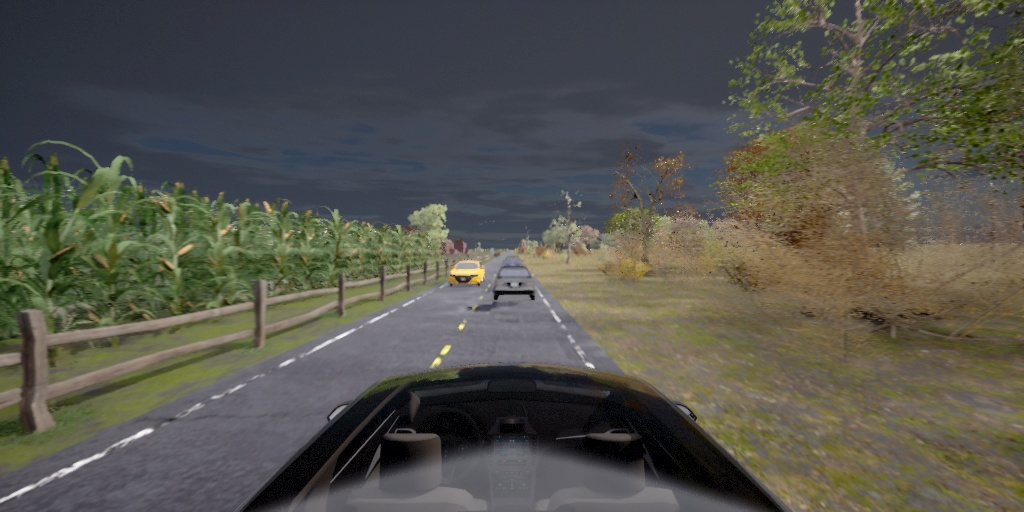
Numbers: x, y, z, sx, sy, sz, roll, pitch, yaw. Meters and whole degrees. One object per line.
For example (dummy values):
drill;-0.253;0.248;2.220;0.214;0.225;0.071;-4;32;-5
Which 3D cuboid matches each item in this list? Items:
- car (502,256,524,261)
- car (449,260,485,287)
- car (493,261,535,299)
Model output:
car;0.074;0.754;35.155;2.097;1.767;4.553;0;1;0
car;-2.754;1.021;22.714;1.882;1.535;5.008;0;1;0
car;0.091;1.147;16.768;2.033;1.411;5.357;0;1;0
